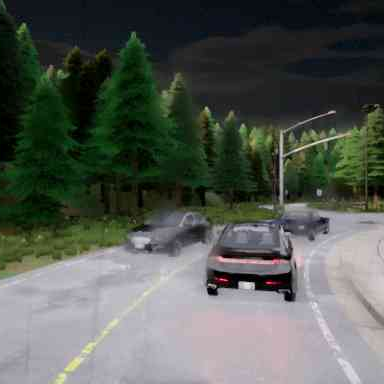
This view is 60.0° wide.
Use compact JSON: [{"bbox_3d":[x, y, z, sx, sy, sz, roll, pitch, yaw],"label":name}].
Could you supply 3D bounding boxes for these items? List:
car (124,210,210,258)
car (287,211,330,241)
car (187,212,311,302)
[{"bbox_3d":[-0.698,1.490,13.020,2.128,1.511,4.902,0,0,25],"label":"car"},{"bbox_3d":[5.572,1.599,16.836,1.895,1.301,4.718,0,0,34],"label":"car"},{"bbox_3d":[1.588,1.490,8.399,2.128,1.511,4.902,0,0,14],"label":"car"}]
